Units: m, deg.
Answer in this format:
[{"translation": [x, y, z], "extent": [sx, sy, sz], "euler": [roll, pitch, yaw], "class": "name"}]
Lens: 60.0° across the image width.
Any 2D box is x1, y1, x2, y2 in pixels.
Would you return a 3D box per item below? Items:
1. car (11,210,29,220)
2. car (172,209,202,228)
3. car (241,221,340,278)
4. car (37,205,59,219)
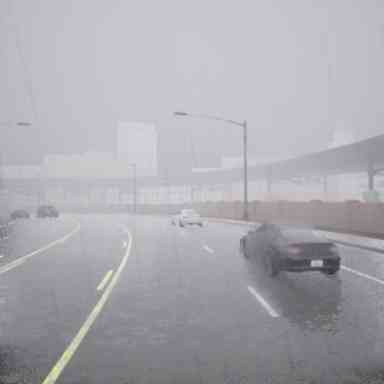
[{"translation": [-25.852, 3.383, 49.948], "extent": [1.812, 1.442, 4.674], "euler": [1, -3, -38], "class": "car"}, {"translation": [-0.469, 2.207, 28.262], "extent": [1.812, 1.442, 4.674], "euler": [0, -2, -15], "class": "car"}, {"translation": [2.868, 1.645, 10.508], "extent": [1.812, 1.442, 4.674], "euler": [0, -1, -5], "class": "car"}, {"translation": [-22.082, 3.038, 50.819], "extent": [2.150, 2.045, 5.566], "euler": [1, -2, -36], "class": "car"}]
